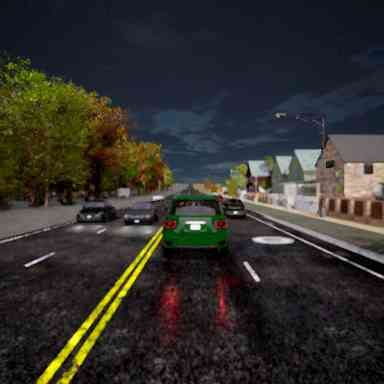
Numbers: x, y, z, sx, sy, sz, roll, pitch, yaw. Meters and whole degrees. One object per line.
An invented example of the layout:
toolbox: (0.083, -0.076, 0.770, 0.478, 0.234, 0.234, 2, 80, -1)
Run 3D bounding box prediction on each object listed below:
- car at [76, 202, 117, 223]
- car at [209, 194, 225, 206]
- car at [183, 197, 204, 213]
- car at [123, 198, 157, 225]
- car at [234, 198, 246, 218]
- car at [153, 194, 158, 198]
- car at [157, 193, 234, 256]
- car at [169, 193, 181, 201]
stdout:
car: (-6.582, 1.370, 23.269, 1.994, 1.385, 4.181, 0, 0, 0)
car: (3.350, 1.086, 45.987, 1.882, 1.535, 5.008, 0, 1, 0)
car: (0.124, 1.255, 34.714, 2.033, 1.411, 5.357, 0, 1, 0)
car: (-3.332, 1.358, 22.778, 2.033, 1.411, 5.357, 0, 1, 0)
car: (3.343, 1.275, 27.801, 1.837, 1.490, 4.892, 0, 1, 0)
car: (-6.473, 1.048, 64.422, 1.895, 1.301, 4.718, 0, 1, 1)
car: (0.110, 1.121, 12.691, 2.150, 2.045, 5.566, 0, 1, 0)
car: (-3.229, 0.944, 64.031, 2.128, 1.511, 4.902, 0, 1, 1)
